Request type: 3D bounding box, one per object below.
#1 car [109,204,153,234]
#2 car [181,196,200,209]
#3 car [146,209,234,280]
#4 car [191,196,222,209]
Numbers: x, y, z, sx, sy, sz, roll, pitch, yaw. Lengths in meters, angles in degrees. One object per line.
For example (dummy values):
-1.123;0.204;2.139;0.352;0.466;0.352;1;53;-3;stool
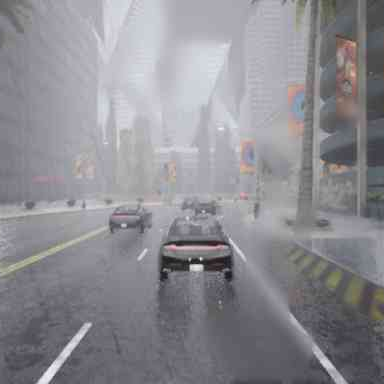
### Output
-3.371;1.438;18.971;2.128;1.511;4.902;0;0;0;car
0.565;1.244;37.880;2.097;1.767;4.553;0;0;24;car
0.100;1.463;9.808;2.128;1.511;4.902;0;0;0;car
1.606;1.416;31.035;1.837;1.490;4.892;-1;0;15;car
